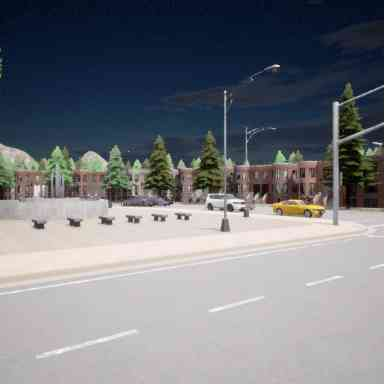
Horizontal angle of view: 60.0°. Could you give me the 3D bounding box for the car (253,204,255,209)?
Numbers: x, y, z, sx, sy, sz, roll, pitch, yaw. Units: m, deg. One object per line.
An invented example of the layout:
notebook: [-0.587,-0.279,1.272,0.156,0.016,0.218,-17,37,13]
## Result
car: [5.761,1.526,41.778,1.812,1.442,4.674,0,0,-41]

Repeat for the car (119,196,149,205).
car: [-10.071,1.505,57.567,4.892,1.490,1.837,0,0,22]

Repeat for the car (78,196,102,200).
car: [-19.742,1.547,60.382,5.357,1.411,2.033,0,0,9]

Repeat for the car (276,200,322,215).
car: [11.143,1.564,34.889,1.994,1.385,4.181,0,0,-37]

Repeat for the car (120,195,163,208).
car: [-7.451,1.547,48.469,5.357,1.411,2.033,0,0,29]

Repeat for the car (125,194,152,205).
car: [-9.826,1.352,61.188,4.553,1.767,2.097,0,0,21]

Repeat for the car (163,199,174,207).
car: [-5.386,1.547,51.304,5.357,1.411,2.033,0,0,30]

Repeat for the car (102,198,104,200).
car: [-19.439,1.491,63.892,4.902,1.511,2.128,0,0,7]

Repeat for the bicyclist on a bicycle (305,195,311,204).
bicyclist on a bicycle: [16.257,1.303,46.652,1.656,1.620,0.582,0,0,-37]

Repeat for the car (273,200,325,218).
car: [9.824,1.478,30.816,1.882,1.535,5.008,0,0,-37]

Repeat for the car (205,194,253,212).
car: [3.901,1.222,38.685,2.150,2.045,5.566,0,0,-39]
